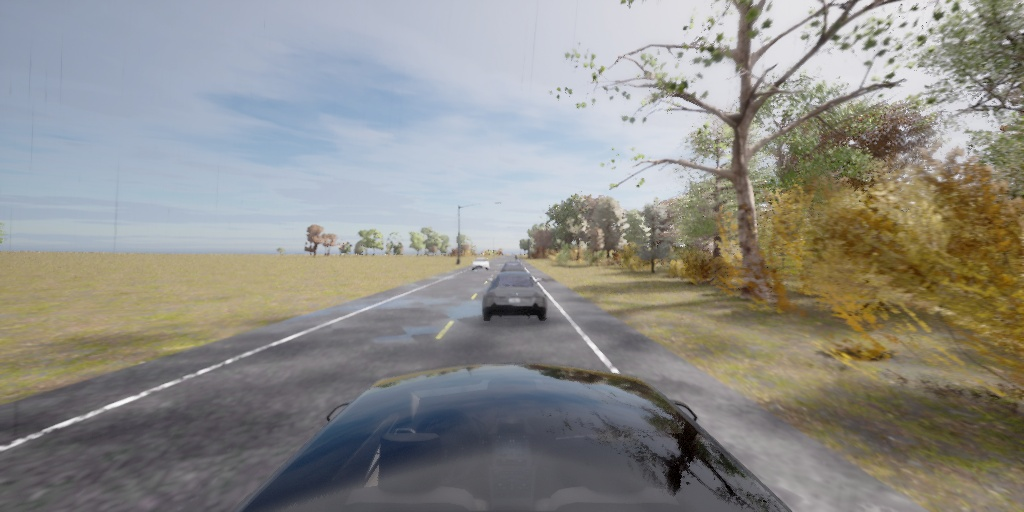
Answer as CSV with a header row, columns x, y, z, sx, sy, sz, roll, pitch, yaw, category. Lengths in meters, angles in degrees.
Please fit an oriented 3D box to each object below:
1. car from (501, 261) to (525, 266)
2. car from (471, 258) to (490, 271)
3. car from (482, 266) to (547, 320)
x,y,z,sx,sy,sz,roll,pitch,yaw,category
0.081,1.099,27.579,1.994,1.385,4.181,0,0,0,car
-3.598,0.945,41.594,1.812,1.442,4.674,0,0,0,car
0.083,1.227,12.259,1.994,1.385,4.181,0,0,0,car
